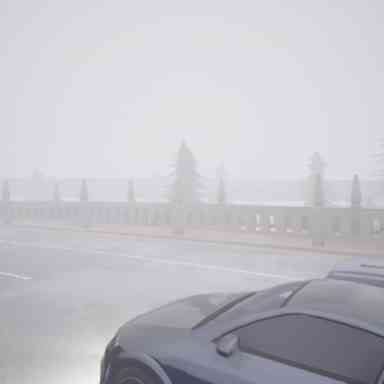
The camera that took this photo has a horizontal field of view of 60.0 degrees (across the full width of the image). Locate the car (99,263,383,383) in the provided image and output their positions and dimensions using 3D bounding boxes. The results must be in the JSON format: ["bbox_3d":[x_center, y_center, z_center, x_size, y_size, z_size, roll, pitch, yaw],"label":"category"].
[{"bbox_3d":[1.099,1.549,3.004,4.181,1.385,1.994,0,0,35],"label":"car"}]

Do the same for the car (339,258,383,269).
[{"bbox_3d":[4.475,1.571,4.961,4.718,1.301,1.895,0,0,35],"label":"car"}]
